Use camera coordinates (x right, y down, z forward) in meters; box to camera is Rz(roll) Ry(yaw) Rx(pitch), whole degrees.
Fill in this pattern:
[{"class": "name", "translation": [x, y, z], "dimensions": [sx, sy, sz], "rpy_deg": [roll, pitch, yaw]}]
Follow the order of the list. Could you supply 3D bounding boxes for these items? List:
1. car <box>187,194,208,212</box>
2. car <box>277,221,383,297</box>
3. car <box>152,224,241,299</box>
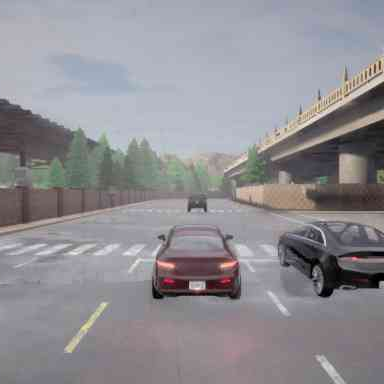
[{"class": "car", "translation": [0.644, 1.220, 39.311], "dimensions": [2.150, 2.045, 5.566], "rpy_deg": [0, 0, 1]}, {"class": "car", "translation": [3.595, 1.492, 8.549], "dimensions": [2.128, 1.511, 4.902], "rpy_deg": [0, 0, 0]}, {"class": "car", "translation": [0.093, 1.526, 8.314], "dimensions": [1.812, 1.442, 4.674], "rpy_deg": [0, 0, 0]}]
